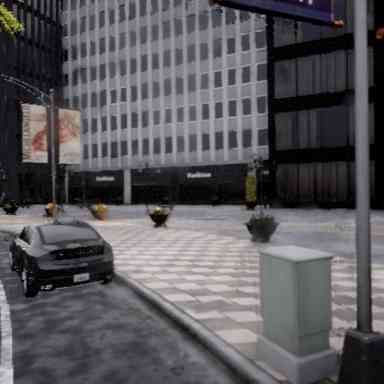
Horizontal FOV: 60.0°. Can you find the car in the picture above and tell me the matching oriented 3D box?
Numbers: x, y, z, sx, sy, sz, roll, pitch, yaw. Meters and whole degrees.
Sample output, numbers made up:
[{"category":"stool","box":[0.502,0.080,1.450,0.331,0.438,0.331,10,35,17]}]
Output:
[{"category":"car","box":[-3.574,1.481,8.709,1.837,1.490,4.892,-1,1,-34]}]
